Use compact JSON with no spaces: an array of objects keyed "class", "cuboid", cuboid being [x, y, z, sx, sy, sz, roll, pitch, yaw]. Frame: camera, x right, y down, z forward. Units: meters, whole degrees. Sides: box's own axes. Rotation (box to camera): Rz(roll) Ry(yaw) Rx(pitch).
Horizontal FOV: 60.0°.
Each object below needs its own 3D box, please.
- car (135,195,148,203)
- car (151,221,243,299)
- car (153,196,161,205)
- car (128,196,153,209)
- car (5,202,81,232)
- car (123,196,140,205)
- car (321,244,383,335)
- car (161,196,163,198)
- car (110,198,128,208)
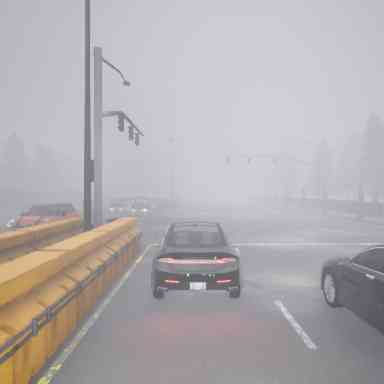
[{"class":"car","cuboid":[-10.552,1.478,69.554,1.882,1.535,5.008,0,0,0]},{"class":"car","cuboid":[0.078,1.492,8.463,2.128,1.511,4.902,0,0,-1]},{"class":"car","cuboid":[-7.126,1.548,57.728,2.033,1.411,5.357,0,0,0]},{"class":"car","cuboid":[-7.133,1.352,46.573,2.097,1.767,4.553,0,0,0]},{"class":"car","cuboid":[-7.113,1.352,16.377,2.097,1.767,4.553,0,0,0]},{"class":"car","cuboid":[-10.621,1.491,59.142,2.128,1.511,4.902,0,0,0]},{"class":"car","cuboid":[3.597,1.505,5.049,1.837,1.490,4.892,0,0,0]},{"class":"car","cuboid":[-7.053,1.524,70.531,1.812,1.442,4.674,0,0,0]},{"class":"car","cuboid":[-10.634,1.547,49.263,2.033,1.411,5.357,0,0,0]}]
